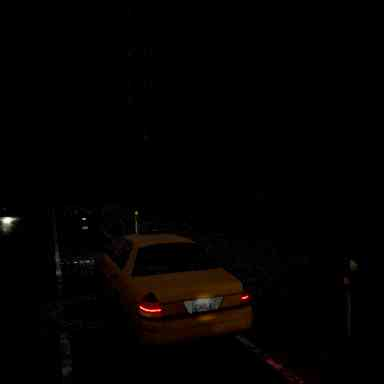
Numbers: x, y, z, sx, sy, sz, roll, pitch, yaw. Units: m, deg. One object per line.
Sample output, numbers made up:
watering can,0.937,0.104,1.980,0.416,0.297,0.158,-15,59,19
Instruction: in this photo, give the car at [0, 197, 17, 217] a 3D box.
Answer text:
car,-17.877,1.478,31.052,1.882,1.535,5.008,0,0,-23

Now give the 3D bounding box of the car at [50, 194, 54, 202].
car,-32.109,1.469,79.305,1.967,1.590,4.097,0,0,-24

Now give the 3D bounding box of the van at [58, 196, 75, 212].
van,-14.780,1.342,38.980,1.690,1.788,3.998,0,0,-23

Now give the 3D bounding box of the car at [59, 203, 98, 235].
car,-6.189,1.551,18.625,2.008,1.369,4.403,0,0,-23

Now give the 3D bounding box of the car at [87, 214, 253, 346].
car,-0.847,1.457,6.717,1.801,1.575,5.366,0,0,-23

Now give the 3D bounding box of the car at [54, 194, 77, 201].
car,-12.632,1.316,33.892,2.192,1.841,5.009,0,0,-23

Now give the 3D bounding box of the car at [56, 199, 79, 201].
car,-10.484,1.567,28.802,1.947,1.339,4.313,0,0,-23

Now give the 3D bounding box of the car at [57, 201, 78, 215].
car,-8.336,1.551,23.713,2.008,1.369,4.403,0,0,-23
